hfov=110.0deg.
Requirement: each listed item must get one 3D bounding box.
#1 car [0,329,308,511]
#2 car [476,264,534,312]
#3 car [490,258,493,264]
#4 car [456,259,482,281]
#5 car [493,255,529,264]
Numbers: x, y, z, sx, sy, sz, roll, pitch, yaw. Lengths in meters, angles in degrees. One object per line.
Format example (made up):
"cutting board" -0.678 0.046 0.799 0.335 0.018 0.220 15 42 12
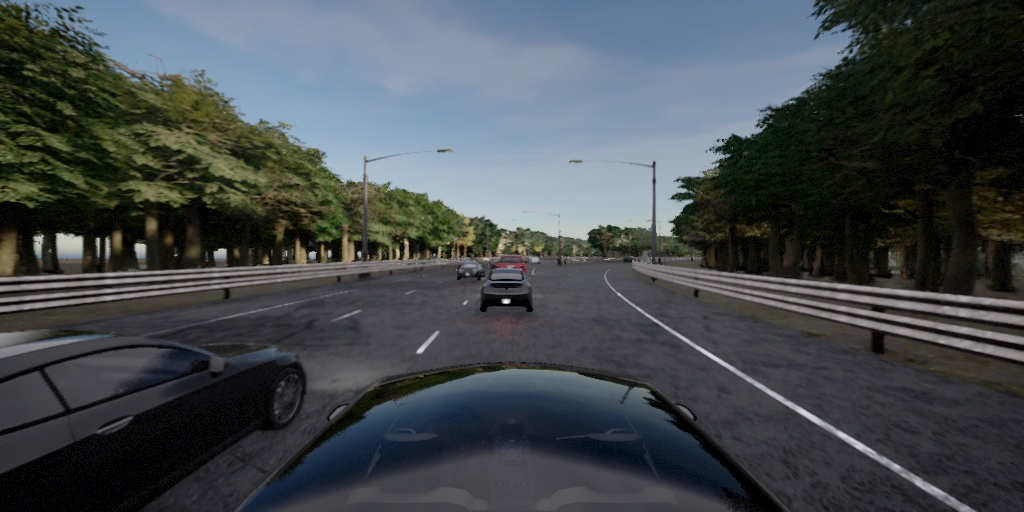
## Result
"car" -3.434 1.261 2.565 1.812 1.442 4.674 0 0 -1
"car" -0.192 1.248 14.297 1.837 1.490 4.892 0 0 0
"car" -1.932 1.176 52.137 1.812 1.442 4.674 0 0 5
"car" -3.299 1.227 29.512 1.812 1.442 4.674 0 0 2
"car" 0.014 0.943 27.757 2.150 2.045 5.566 0 0 2
